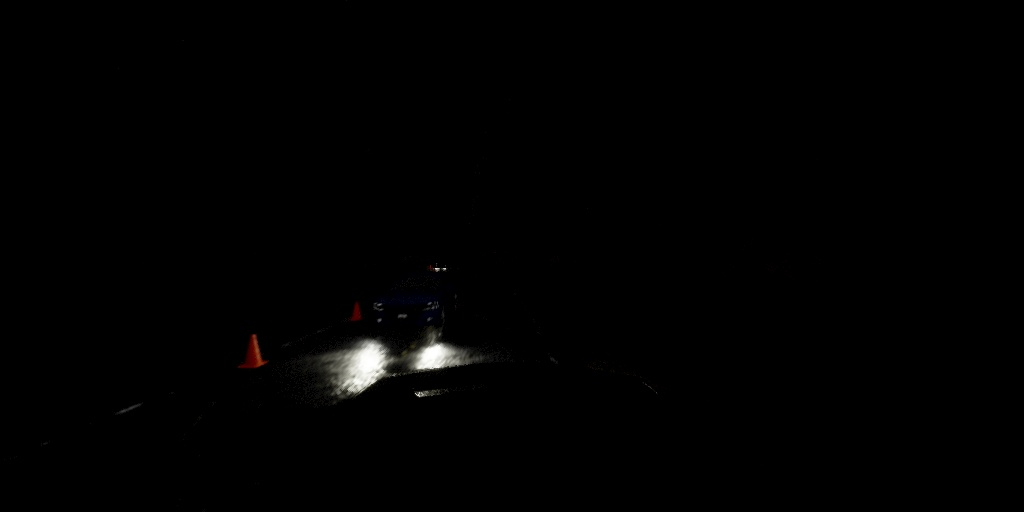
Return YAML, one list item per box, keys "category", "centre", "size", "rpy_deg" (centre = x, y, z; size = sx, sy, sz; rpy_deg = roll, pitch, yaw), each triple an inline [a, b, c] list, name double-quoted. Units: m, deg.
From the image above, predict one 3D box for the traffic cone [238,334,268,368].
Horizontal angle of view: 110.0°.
- category: "traffic cone"
  centre: [-4.900, 1.773, 6.796]
  size: [0.340, 0.580, 0.340]
  rpy_deg: [0, 0, -1]

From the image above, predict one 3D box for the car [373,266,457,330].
- category: "car"
  centre: [-2.928, 1.270, 11.663]
  size: [1.882, 1.535, 5.008]
  rpy_deg: [-1, 0, -3]

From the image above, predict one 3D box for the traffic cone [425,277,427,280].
- category: "traffic cone"
  centre: [-6.331, 1.797, 26.456]
  size: [0.340, 0.580, 0.340]
  rpy_deg: [0, 0, -7]

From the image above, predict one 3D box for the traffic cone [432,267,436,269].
- category: "traffic cone"
  centre: [-8.732, 1.834, 41.047]
  size: [0.340, 0.580, 0.340]
  rpy_deg: [0, 0, -12]

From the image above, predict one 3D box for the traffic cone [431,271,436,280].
- category: "traffic cone"
  centre: [-7.005, 1.808, 31.340]
  size: [0.340, 0.580, 0.340]
  rpy_deg: [0, 0, -9]

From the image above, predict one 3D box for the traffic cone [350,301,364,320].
- category: "traffic cone"
  centre: [-5.067, 1.777, 11.723]
  size: [0.340, 0.580, 0.340]
  rpy_deg: [0, 0, -3]

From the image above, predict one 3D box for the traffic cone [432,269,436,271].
- category: "traffic cone"
  centre: [-7.806, 1.820, 36.204]
  size: [0.340, 0.580, 0.340]
  rpy_deg: [0, 0, -10]
